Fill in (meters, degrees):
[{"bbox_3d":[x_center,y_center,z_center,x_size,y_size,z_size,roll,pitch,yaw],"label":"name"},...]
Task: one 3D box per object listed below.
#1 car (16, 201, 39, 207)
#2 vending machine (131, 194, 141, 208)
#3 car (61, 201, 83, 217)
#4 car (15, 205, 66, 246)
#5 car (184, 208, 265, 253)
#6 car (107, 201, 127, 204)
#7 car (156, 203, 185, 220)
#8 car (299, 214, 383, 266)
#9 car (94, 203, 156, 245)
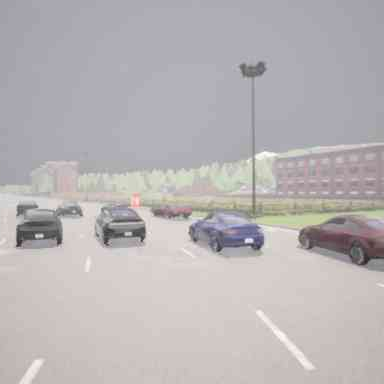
[{"bbox_3d":[-16.322,1.620,33.053,1.882,1.535,5.008,0,0,-29],"label":"car"},{"bbox_3d":[-8.068,1.287,47.921,1.100,2.100,0.880,0,0,-29],"label":"vending machine"},{"bbox_3d":[-11.811,1.634,32.143,1.812,1.442,4.674,0,0,-29],"label":"car"},{"bbox_3d":[-7.256,1.569,15.924,1.837,1.490,4.892,0,0,-24],"label":"car"},{"bbox_3d":[1.302,1.525,13.706,1.812,1.442,4.674,0,0,-17],"label":"car"},{"bbox_3d":[-6.929,1.563,30.606,2.128,1.511,4.902,0,0,-29],"label":"car"},{"bbox_3d":[-1.893,1.634,28.774,1.895,1.301,4.718,0,0,-29],"label":"car"},{"bbox_3d":[5.554,1.492,11.481,1.812,1.442,4.674,0,0,-13],"label":"car"},{"bbox_3d":[-3.557,1.529,15.998,2.128,1.511,4.902,0,0,-22],"label":"car"}]
